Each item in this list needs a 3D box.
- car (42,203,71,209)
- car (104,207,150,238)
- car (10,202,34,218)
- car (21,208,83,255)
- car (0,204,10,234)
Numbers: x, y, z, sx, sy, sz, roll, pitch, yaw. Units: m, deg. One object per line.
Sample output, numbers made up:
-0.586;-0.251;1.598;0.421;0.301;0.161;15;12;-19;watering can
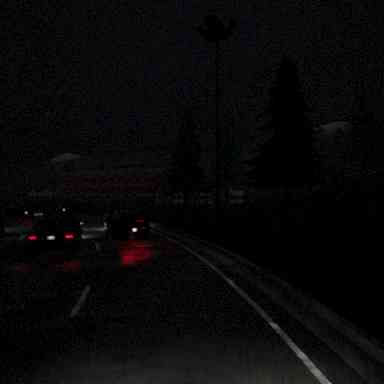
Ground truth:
-14.377;1.806;35.303;1.994;1.385;4.181;0;0;-43;car
-3.688;1.610;18.536;1.837;1.490;4.892;0;-1;-21;car
-17.532;1.757;33.592;1.837;1.490;4.892;0;-1;-43;car
-5.620;1.643;13.858;2.033;1.411;5.357;0;0;-17;car
-11.018;1.619;17.377;1.882;1.535;5.008;0;0;-22;car
